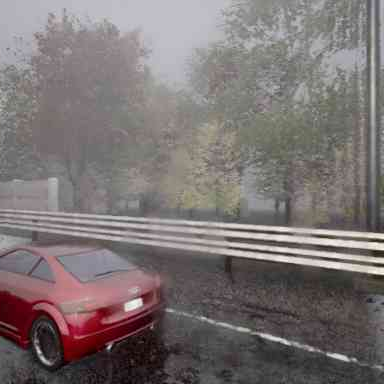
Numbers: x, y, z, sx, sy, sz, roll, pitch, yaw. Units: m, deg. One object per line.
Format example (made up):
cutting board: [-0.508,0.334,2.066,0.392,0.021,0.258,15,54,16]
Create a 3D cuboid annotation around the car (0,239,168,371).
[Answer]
car: [-2.452,1.526,5.738,4.181,1.385,1.994,0,0,35]
